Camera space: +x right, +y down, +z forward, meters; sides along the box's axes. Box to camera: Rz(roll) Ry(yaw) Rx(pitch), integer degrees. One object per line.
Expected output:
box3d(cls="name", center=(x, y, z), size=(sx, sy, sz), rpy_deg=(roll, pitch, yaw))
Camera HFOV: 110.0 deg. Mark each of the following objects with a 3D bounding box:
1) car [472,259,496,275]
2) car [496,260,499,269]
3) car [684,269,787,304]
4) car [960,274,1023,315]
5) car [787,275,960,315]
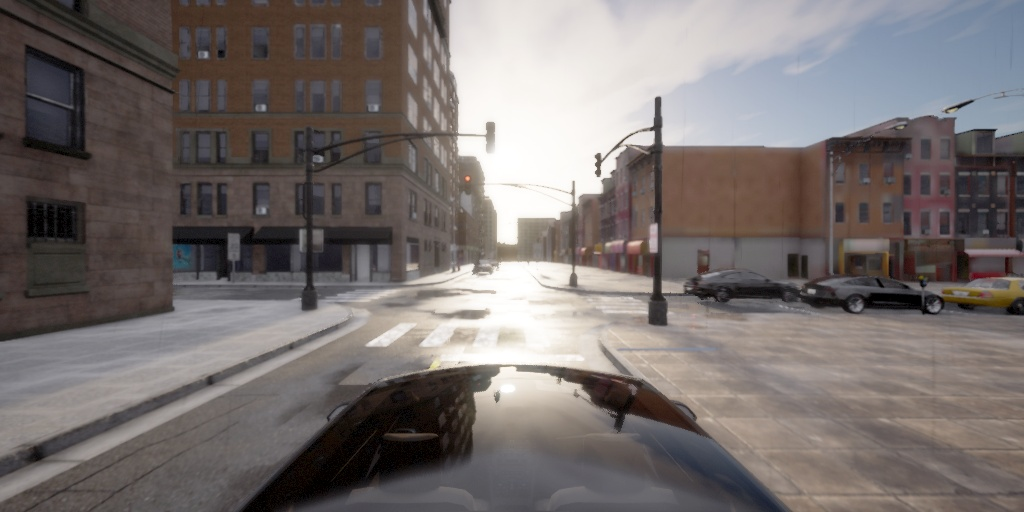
box3d(cls="car", center=(-2.886, 1.094, 36.137), size=(1.812, 1.442, 4.674), rpy_deg=(0, 0, 0))
box3d(cls="car", center=(-2.885, 1.136, 52.262), size=(1.994, 1.385, 4.181), rpy_deg=(0, 0, 0))
box3d(cls="car", center=(10.161, 1.302, 15.943), size=(4.674, 1.442, 1.812), rpy_deg=(0, 0, 0))
box3d(cls="car", center=(18.994, 1.374, 13.341), size=(4.829, 1.417, 1.751), rpy_deg=(0, 0, 0))
box3d(cls="car", center=(13.201, 1.370, 13.321), size=(4.313, 1.339, 1.948), rpy_deg=(0, 0, 0))
